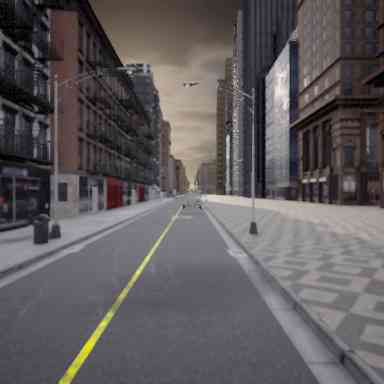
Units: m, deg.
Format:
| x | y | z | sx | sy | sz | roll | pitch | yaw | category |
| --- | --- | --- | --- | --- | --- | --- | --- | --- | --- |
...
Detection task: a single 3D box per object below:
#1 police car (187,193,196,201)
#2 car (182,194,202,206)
| x | y | z | sx | sy | sz | roll | pitch | yaw | category |
| --- | --- | --- | --- | --- | --- | --- | --- | --- | --- |
| -0.015 | 1.058 | 73.427 | 1.930 | 1.638 | 5.238 | 0 | 0 | 0 | police car |
| -0.007 | 0.973 | 36.207 | 2.097 | 1.767 | 4.553 | 0 | 0 | 0 | car |
